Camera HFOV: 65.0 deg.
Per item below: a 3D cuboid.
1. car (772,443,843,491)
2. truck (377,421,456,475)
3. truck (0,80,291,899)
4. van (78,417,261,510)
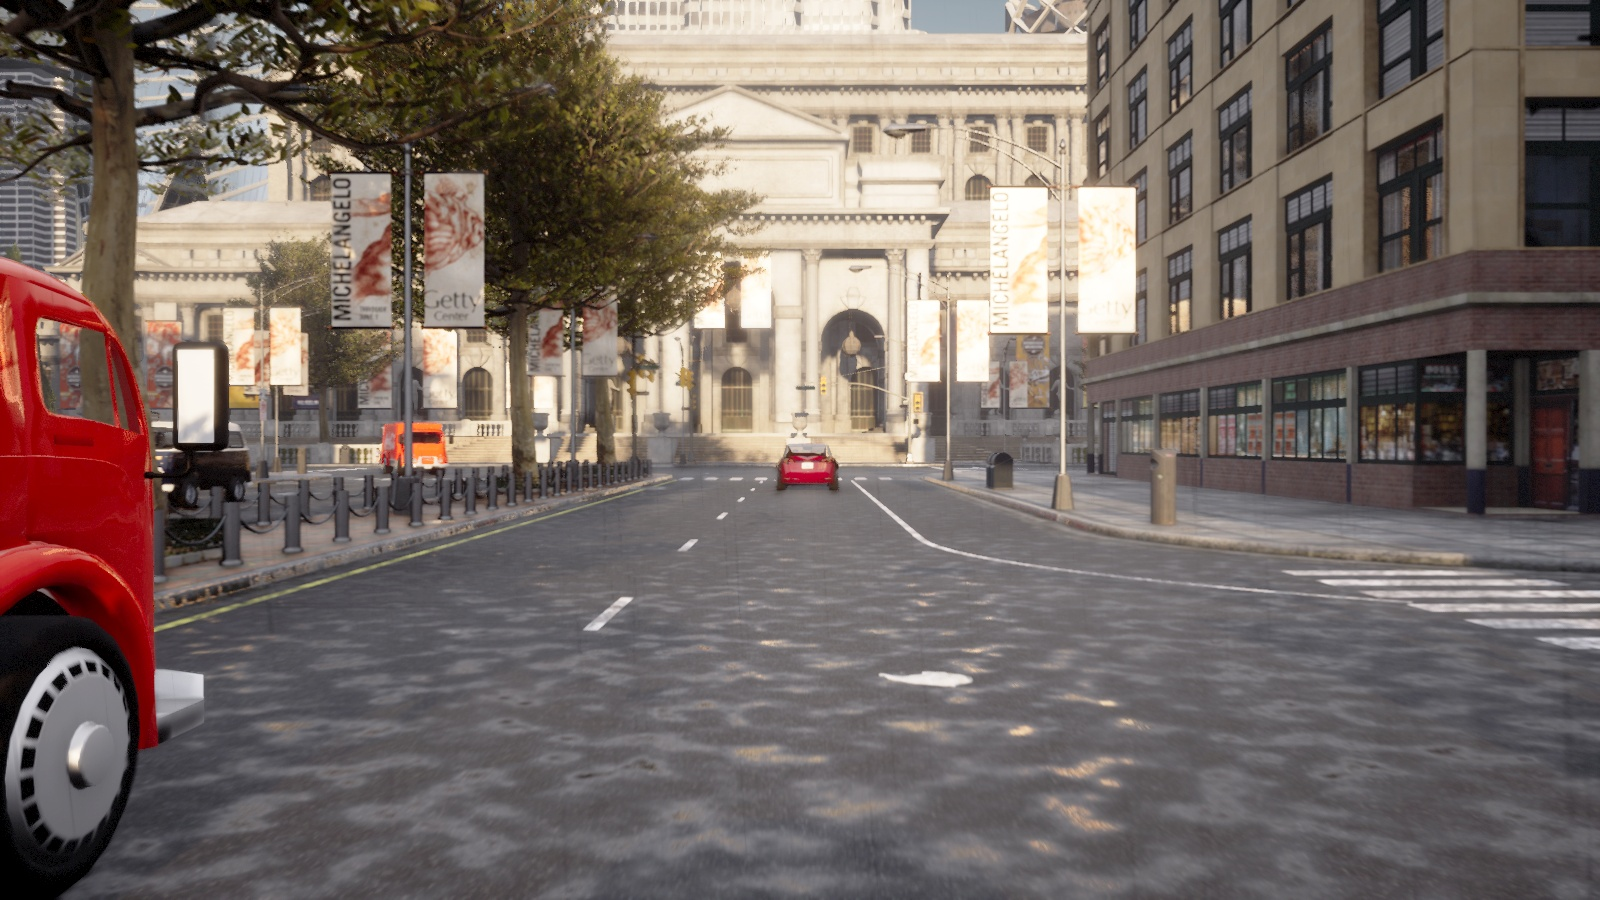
[{"bbox_3d":[0.246,0.515,41.054,2.163,1.488,4.792,0,0,0],"label":"car"},{"bbox_3d":[-18.325,-0.093,59.846,2.627,2.467,5.204,1,0,-28],"label":"truck"},{"bbox_3d":[-3.469,0.242,2.688,2.627,2.467,5.204,0,0,0],"label":"truck"},{"bbox_3d":[-14.820,0.290,29.830,2.069,2.038,4.480,0,0,0],"label":"van"}]
